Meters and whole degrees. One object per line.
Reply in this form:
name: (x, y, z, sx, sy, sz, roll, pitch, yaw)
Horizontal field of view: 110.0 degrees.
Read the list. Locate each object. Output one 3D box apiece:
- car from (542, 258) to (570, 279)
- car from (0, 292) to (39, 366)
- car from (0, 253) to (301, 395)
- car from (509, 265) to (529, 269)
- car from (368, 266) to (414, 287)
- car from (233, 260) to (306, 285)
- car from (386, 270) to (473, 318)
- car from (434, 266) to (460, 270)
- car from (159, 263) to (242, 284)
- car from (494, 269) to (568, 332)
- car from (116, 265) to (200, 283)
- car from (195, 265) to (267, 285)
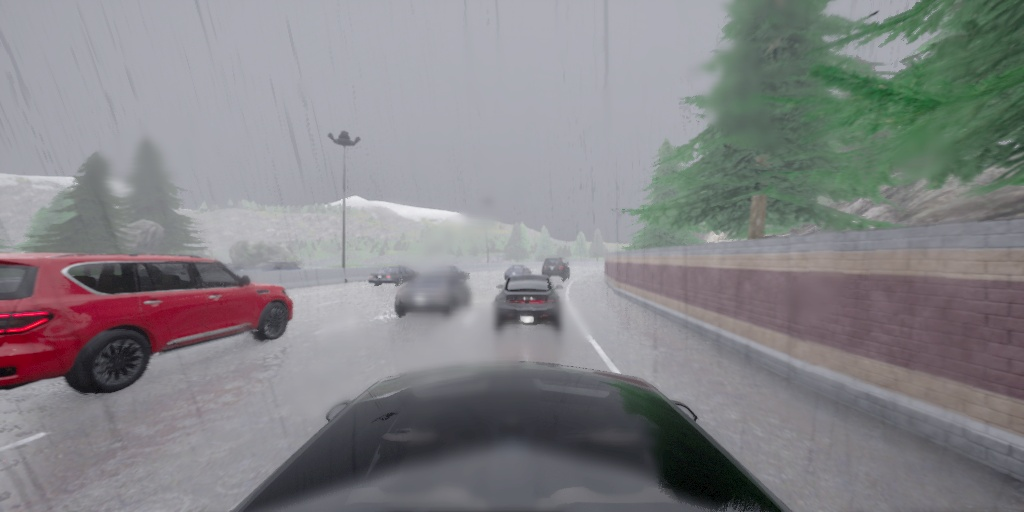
car: (4.130, 1.188, 33.368, 2.150, 2.045, 5.566, 0, 0, 14)
car: (-10.294, 1.338, 4.699, 1.895, 1.301, 4.718, 0, 0, 1)
car: (-6.740, 0.984, 6.818, 2.150, 2.045, 5.566, 0, 0, 2)
car: (0.632, 1.521, 33.634, 1.994, 1.385, 4.181, 0, 0, 13)
car: (-8.204, 1.428, 25.884, 2.033, 1.411, 5.357, 0, 0, 10)
car: (-18.670, 1.211, 27.909, 2.097, 1.767, 4.553, 0, 0, 10)
car: (-2.757, 1.381, 13.451, 1.994, 1.385, 4.181, 0, 0, 5)
car: (-4.611, 1.440, 26.115, 2.033, 1.411, 5.357, 0, 0, 10)
car: (-25.475, 1.348, 29.626, 2.128, 1.511, 4.902, 0, 0, 10)
car: (0.547, 1.318, 11.189, 1.837, 1.490, 4.892, 0, 0, 4)
car: (-29.025, 1.441, 29.652, 1.895, 1.301, 4.718, 0, 0, 10)
car: (-22.124, 1.419, 28.479, 1.994, 1.385, 4.181, 0, 0, 10)
